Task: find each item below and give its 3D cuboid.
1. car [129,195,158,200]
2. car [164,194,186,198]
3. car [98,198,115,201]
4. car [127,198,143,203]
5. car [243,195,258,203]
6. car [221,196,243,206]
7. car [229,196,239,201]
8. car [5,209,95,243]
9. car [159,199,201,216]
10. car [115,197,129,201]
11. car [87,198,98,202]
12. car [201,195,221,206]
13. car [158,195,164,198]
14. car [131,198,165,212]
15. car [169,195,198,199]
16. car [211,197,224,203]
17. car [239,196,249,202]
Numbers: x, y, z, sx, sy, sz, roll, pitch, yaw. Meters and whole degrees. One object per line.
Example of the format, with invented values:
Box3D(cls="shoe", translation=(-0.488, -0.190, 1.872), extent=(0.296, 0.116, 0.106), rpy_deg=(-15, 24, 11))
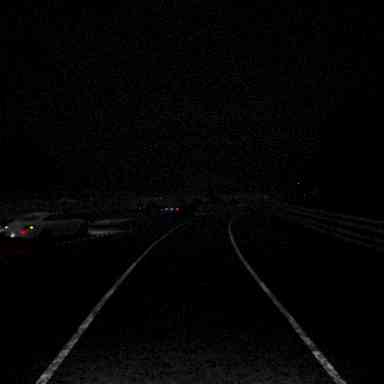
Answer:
Box3D(cls="car", translation=(-9.352, 1.620, 64.816), extent=(2.150, 2.045, 5.566), rpy_deg=(0, 0, 19))
Box3D(cls="car", translation=(-4.057, 1.639, 79.932), extent=(2.150, 2.045, 5.566), rpy_deg=(-1, 0, 19))
Box3D(cls="car", translation=(-16.031, 1.984, 66.903), extent=(2.128, 1.511, 4.902), rpy_deg=(-1, 0, 19))
Box3D(cls="car", translation=(-14.214, 2.096, 82.687), extent=(1.895, 1.301, 4.718), rpy_deg=(-1, 0, 19))
Box3D(cls="car", translation=(13.126, 1.821, 76.046), extent=(1.994, 1.385, 4.181), rpy_deg=(-1, 0, 19))
Box3D(cls="car", translation=(7.159, 1.744, 59.001), extent=(2.128, 1.511, 4.902), rpy_deg=(-1, 0, 19))
Box3D(cls="car", translation=(11.818, 1.913, 93.496), extent=(1.994, 1.385, 4.181), rpy_deg=(-1, 0, 19))
Box3D(cls="car", translation=(-7.403, 1.743, 17.393), extent=(1.812, 1.442, 4.674), rpy_deg=(-1, 0, 19))
Box3D(cls="car", translation=(-1.163, 1.779, 35.220), extent=(2.033, 1.411, 5.357), rpy_deg=(-1, 0, 19))
Box3D(cls="car", translation=(-12.678, 1.785, 65.897), extent=(2.097, 1.767, 4.553), rpy_deg=(-1, 0, 19))
Box3D(cls="car", translation=(-19.435, 1.987, 67.771), extent=(1.837, 1.490, 4.892), rpy_deg=(-1, 0, 19))
Box3D(cls="car", translation=(3.870, 1.504, 60.200), extent=(2.150, 2.045, 5.566), rpy_deg=(-1, 0, 19))
Box3D(cls="car", translation=(-7.486, 1.982, 80.722), extent=(2.033, 1.411, 5.357), rpy_deg=(-1, 0, 19))
Box3D(cls="car", translation=(-5.688, 1.821, 43.477), extent=(1.812, 1.442, 4.674), rpy_deg=(-1, 0, 19))
Box3D(cls="car", translation=(-1.215, 1.621, 45.673), extent=(2.097, 1.767, 4.553), rpy_deg=(-1, 0, 19))
Box3D(cls="car", translation=(5.859, 1.878, 76.471), extent=(1.994, 1.385, 4.181), rpy_deg=(-1, 0, 19))
Box3D(cls="car", translation=(13.796, 1.844, 88.554), extent=(1.812, 1.442, 4.674), rpy_deg=(-1, 0, 19))
